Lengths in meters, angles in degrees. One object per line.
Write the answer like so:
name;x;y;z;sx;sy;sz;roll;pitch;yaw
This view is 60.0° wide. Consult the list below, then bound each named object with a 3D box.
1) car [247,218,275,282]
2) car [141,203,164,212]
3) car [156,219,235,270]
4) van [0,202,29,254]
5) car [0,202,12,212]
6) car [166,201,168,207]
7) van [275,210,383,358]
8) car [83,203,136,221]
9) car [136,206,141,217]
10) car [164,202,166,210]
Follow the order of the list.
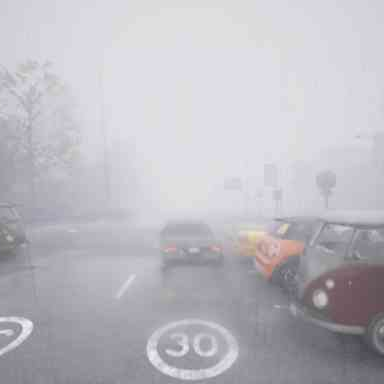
car;3.910;1.398;8.296;4.553;1.767;2.185;0;-1;0
car;-7.962;2.822;60.173;4.674;1.452;2.002;0;-2;1
car;-0.219;1.625;11.374;2.033;1.411;5.357;0;-1;-6
van;-8.201;1.336;11.893;4.442;1.987;1.878;0;-1;0
car;-28.461;2.118;47.687;4.181;1.385;1.994;1;1;0
car;-7.897;2.967;66.721;5.008;1.535;2.097;0;-2;1
van;3.818;1.277;5.259;4.442;1.987;1.878;0;0;0
car;-8.234;2.046;32.680;4.674;1.452;2.002;0;-2;0
car;-8.271;1.969;35.854;4.553;1.767;2.185;0;-2;0
car;-7.923;2.876;63.449;4.892;1.521;2.231;0;-2;1
